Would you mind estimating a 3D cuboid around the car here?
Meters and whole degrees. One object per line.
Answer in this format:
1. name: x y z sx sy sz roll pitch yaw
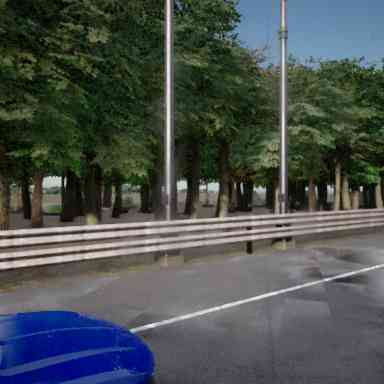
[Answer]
1. car: -2.551 1.478 1.889 5.008 1.535 1.882 0 0 -36
